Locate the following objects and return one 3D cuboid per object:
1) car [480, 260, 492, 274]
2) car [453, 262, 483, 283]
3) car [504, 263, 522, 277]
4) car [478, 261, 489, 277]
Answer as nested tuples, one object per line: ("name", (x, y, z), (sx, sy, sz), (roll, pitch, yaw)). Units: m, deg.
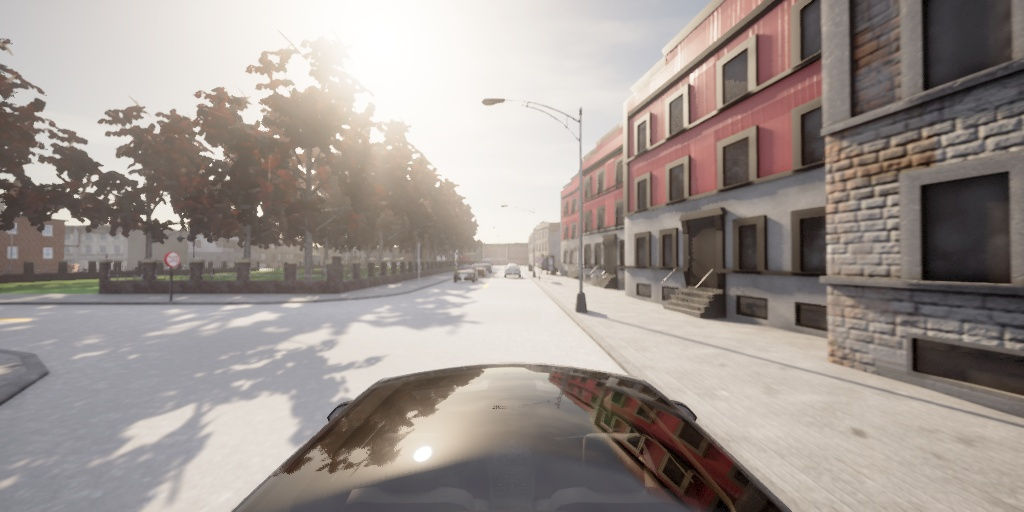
("car", (-4.122, 1.571, 53.520), (2.150, 2.045, 5.566), (0, -1, 0))
("car", (-4.132, 1.599, 32.636), (2.128, 1.511, 4.902), (0, -1, 0))
("car", (0.073, 1.749, 42.628), (1.812, 1.442, 4.674), (0, -1, 0))
("car", (-4.138, 1.703, 42.783), (1.882, 1.535, 5.008), (0, -1, 0))
